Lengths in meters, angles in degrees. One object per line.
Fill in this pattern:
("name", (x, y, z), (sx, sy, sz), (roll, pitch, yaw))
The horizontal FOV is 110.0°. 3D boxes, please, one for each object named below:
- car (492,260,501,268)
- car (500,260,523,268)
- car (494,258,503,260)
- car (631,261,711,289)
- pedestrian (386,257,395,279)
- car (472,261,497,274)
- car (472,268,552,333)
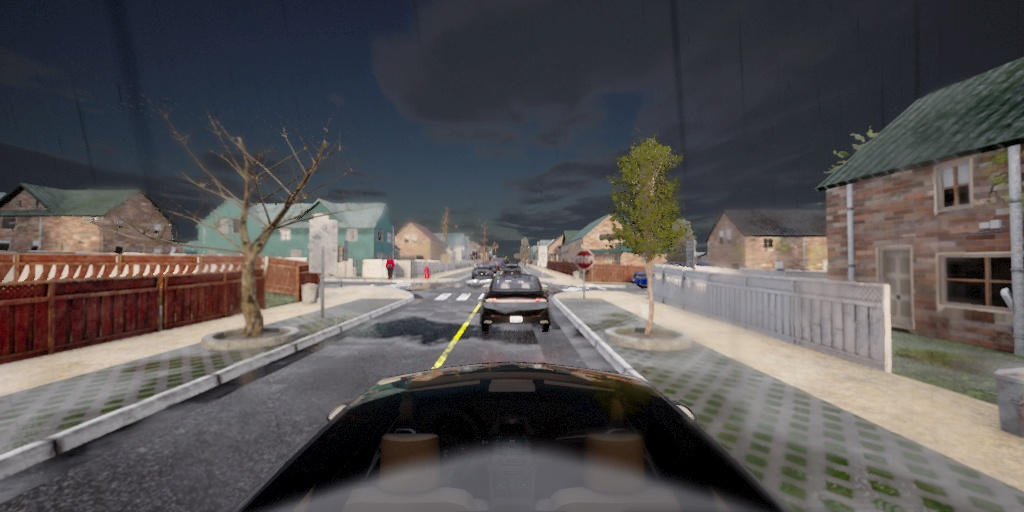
("car", (-2.818, 1.548, 45.955), (2.033, 1.411, 5.357), (0, 0, 0))
("car", (0.030, 1.448, 37.747), (1.837, 1.490, 4.892), (0, 0, 1))
("car", (-2.810, 1.556, 56.366), (1.882, 1.535, 5.008), (0, 0, 0))
("car", (11.363, 1.393, 25.382), (5.566, 2.045, 2.150), (1, -1, 0))
("pedestrian", (-9.613, 0.906, 28.315), (0.375, 1.860, 0.375), (0, -2, 0))
("car", (-2.842, 1.495, 35.572), (1.994, 1.385, 4.181), (0, 0, -1))
("car", (0.103, 1.285, 10.897), (2.128, 1.511, 4.902), (0, 0, 0))
